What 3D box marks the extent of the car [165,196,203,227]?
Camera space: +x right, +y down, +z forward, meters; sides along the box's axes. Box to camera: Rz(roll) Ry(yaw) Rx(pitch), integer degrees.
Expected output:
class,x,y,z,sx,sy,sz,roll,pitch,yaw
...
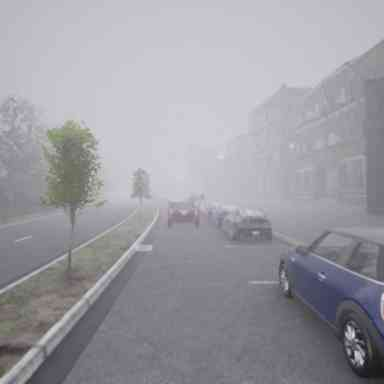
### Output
class,x,y,z,sx,sy,sz,roll,pitch,yaw
car,-0.647,1.397,23.505,2.097,1.767,4.553,0,0,-3

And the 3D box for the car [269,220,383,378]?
class,x,y,z,sx,sy,sz,roll,pitch,yaw
car,3.016,1.370,5.735,2.185,1.767,4.553,0,0,0

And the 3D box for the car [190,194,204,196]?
class,x,y,z,sx,sy,sz,roll,pitch,yaw
car,0.538,1.284,44.644,2.435,2.045,5.566,0,0,-7

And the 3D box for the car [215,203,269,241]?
class,x,y,z,sx,sy,sz,roll,pitch,yaw
car,2.690,1.521,16.875,2.231,1.521,4.892,0,0,-2

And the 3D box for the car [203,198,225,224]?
class,x,y,z,sx,sy,sz,roll,pitch,yaw
car,2.094,1.537,27.990,2.097,1.535,5.008,0,0,-3

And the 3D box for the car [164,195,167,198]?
class,x,y,z,sx,sy,sz,roll,pitch,yaw
car,-4.123,1.438,72.133,1.946,1.575,5.366,0,0,-12

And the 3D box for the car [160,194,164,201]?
class,x,y,z,sx,sy,sz,roll,pitch,yaw
car,-5.707,1.440,78.994,2.163,1.488,4.792,0,0,-13

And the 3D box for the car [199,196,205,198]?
class,x,y,z,sx,sy,sz,roll,pitch,yaw
car,1.662,1.539,33.727,1.946,1.575,5.366,0,0,-4

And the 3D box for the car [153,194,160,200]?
class,x,y,z,sx,sy,sz,roll,pitch,yaw
car,-8.172,1.361,88.270,2.097,1.535,5.008,0,0,-15

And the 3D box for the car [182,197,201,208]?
class,x,y,z,sx,sy,sz,roll,pitch,yaw
car,-0.161,1.525,50.148,2.231,1.521,4.892,0,0,-7

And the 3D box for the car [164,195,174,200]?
class,x,y,z,sx,sy,sz,roll,pitch,yaw
car,-2.095,1.528,41.171,1.882,1.535,5.008,0,0,-6

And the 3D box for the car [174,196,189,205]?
class,x,y,z,sx,sy,sz,roll,pitch,yaw
car,-1.961,1.482,61.329,1.946,1.575,5.366,0,0,-10
